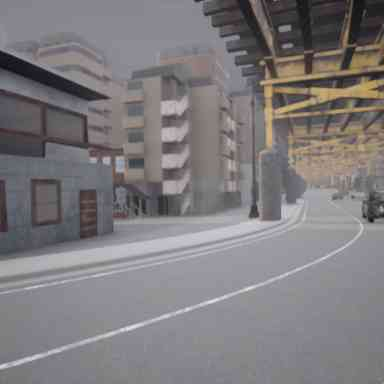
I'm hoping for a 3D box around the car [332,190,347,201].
[{"bbox_3d":[26.463,0.851,60.310,1.837,1.490,4.892,-1,0,20],"label":"car"}]

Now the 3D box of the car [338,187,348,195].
[{"bbox_3d":[39.875,0.209,87.012,1.994,1.385,4.181,-1,1,19],"label":"car"}]

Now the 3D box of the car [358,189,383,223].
[{"bbox_3d":[12.805,0.934,22.344,2.150,2.045,5.566,-1,0,22],"label":"car"}]

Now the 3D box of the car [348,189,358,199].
[{"bbox_3d":[34.859,0.357,69.797,2.150,2.045,5.566,-1,1,19],"label":"car"}]
